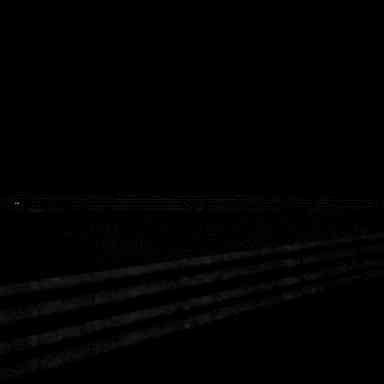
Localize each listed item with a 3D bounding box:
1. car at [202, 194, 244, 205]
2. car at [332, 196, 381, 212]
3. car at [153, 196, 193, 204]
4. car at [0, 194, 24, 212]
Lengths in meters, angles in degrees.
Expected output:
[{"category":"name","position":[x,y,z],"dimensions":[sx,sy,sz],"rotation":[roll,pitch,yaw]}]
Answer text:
[{"category":"car","position":[3.614,1.037,38.657],"dimensions":[4.892,1.490,1.837],"rotation":[0,1,-6]},{"category":"car","position":[16.323,1.191,33.040],"dimensions":[4.902,1.511,2.128],"rotation":[0,0,-6]},{"category":"car","position":[-1.959,1.076,34.519],"dimensions":[4.181,1.385,1.994],"rotation":[0,0,-6]},{"category":"car","position":[-17.452,0.873,29.261],"dimensions":[4.892,1.490,1.837],"rotation":[1,0,-6]}]
